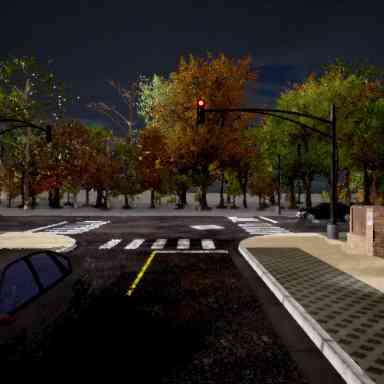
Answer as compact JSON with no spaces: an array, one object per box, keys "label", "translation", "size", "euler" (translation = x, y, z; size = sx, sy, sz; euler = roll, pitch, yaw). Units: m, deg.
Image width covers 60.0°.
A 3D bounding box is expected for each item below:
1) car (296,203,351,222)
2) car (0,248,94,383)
[{"label":"car","translation":[10.649,1.572,26.327],"size":[4.674,1.442,1.812],"euler":[0,0,0]},{"label":"car","translation":[-2.882,1.547,4.471],"size":[2.033,1.411,5.357],"euler":[0,0,0]}]
